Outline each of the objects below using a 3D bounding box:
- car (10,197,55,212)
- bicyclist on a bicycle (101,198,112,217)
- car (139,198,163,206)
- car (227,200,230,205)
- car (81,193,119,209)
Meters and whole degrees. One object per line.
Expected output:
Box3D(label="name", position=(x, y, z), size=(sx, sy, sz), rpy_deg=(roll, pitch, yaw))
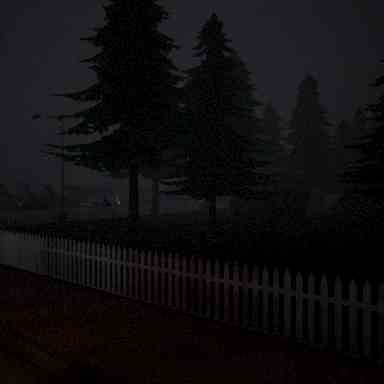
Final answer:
Box3D(label="car", position=(-18.020, 1.352, 37.618), size=(2.097, 1.767, 4.553), rpy_deg=(0, 0, 34))
Box3D(label="bicyclist on a bicycle", position=(-7.164, 1.302, 27.826), size=(1.656, 1.620, 0.582), rpy_deg=(0, 0, 34))
Box3D(label="car", position=(-6.790, 1.491, 54.083), size=(2.128, 1.511, 4.902), rpy_deg=(0, 0, 35))
Box3D(label="car", position=(4.672, 1.478, 51.986), size=(1.882, 1.535, 5.008), rpy_deg=(0, 0, 34))
Box3D(label="car", position=(-12.526, 1.221, 45.694), size=(2.150, 2.045, 5.566), rpy_deg=(0, 0, 34))
